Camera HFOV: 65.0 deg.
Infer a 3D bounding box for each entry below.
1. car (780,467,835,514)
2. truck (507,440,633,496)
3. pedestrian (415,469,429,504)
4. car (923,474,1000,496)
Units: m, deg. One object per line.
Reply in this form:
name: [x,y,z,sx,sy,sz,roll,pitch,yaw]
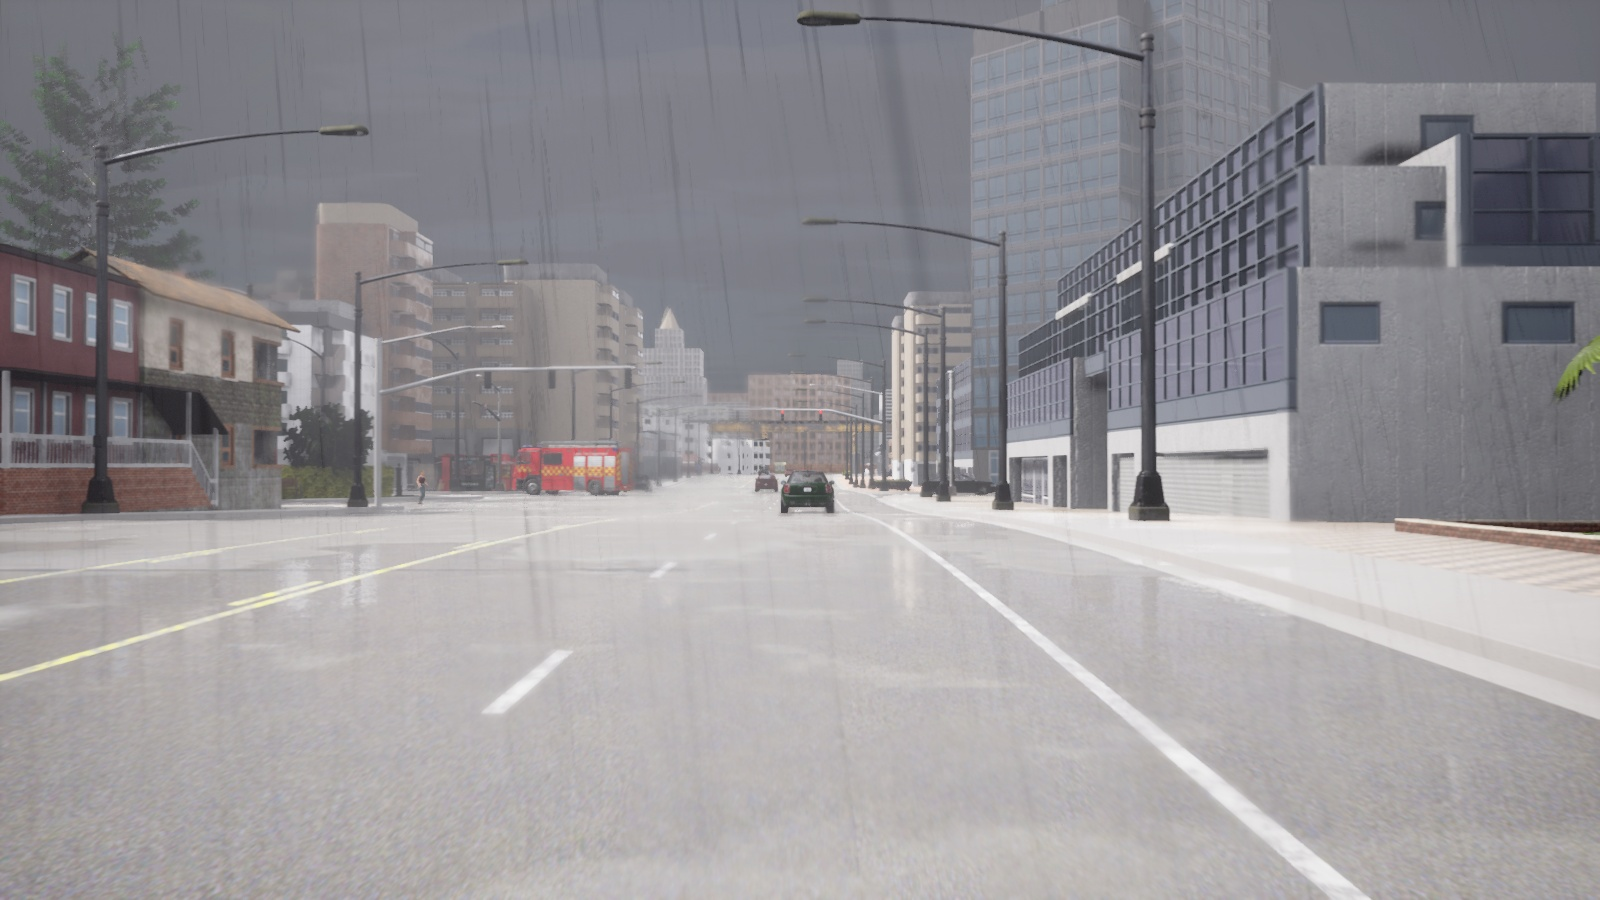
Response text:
car: [0.300,1.615,50.124,2.097,1.767,4.553,0,-2,0]
truck: [-16.259,1.280,88.673,8.468,3.827,2.891,0,-1,20]
pedestrian: [-19.620,1.889,65.134,0.594,1.836,0.345,0,-1,25]
car: [10.964,2.367,85.321,4.902,1.511,2.128,0,-1,-2]
